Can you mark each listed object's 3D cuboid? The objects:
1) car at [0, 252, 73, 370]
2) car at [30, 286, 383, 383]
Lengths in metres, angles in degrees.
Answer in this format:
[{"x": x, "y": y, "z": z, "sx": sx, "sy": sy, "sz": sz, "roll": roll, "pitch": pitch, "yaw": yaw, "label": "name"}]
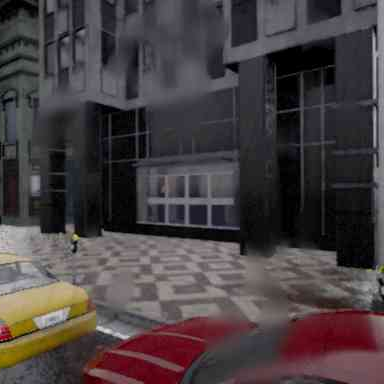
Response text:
[{"x": -3.647, "y": 1.590, "z": 5.561, "sx": 4.829, "sy": 1.417, "sz": 1.752, "roll": -1, "pitch": 0, "yaw": 35, "label": "car"}, {"x": 1.084, "y": 1.548, "z": 2.188, "sx": 4.507, "sy": 1.381, "sz": 1.887, "roll": -1, "pitch": 0, "yaw": 35, "label": "car"}]
